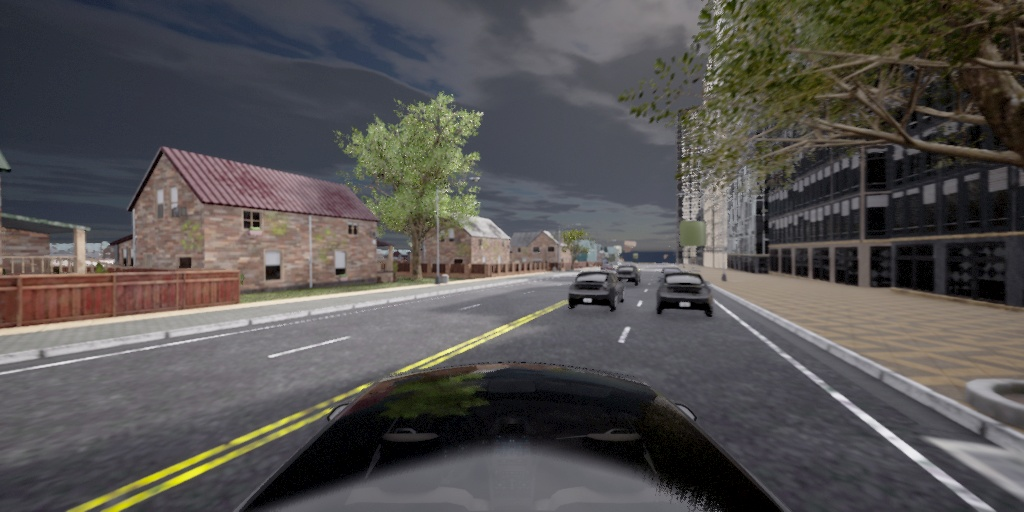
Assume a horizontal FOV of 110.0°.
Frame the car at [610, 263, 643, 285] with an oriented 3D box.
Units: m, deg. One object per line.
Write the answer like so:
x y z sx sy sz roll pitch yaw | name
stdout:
9.488 1.554 29.382 1.837 1.490 4.892 0 0 23 | car

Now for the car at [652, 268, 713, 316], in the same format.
6.745 1.385 14.282 1.837 1.490 4.892 0 0 23 | car

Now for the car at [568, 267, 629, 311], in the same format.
3.739 1.401 15.520 1.837 1.490 4.892 0 0 23 | car

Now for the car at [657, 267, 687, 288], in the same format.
12.457 1.594 28.059 1.994 1.385 4.181 0 -1 23 | car
